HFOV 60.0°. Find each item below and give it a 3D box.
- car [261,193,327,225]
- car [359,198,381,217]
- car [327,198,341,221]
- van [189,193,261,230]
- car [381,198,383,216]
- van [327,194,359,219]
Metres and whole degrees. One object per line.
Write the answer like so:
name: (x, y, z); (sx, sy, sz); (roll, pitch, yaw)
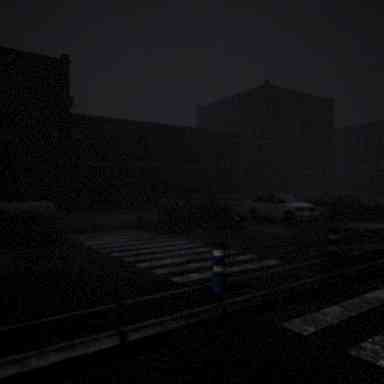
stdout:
car: (6.133, 1.111, 23.528); (2.435, 2.045, 5.566); (0, 0, -36)
car: (12.823, 1.338, 28.394); (2.097, 1.535, 5.008); (0, 0, -36)
car: (8.353, 1.391, 25.168); (2.002, 1.452, 4.674); (0, 0, -36)
van: (1.714, 1.171, 20.233); (1.878, 1.987, 4.442); (-1, 0, -36)
car: (15.079, 1.366, 29.977); (2.163, 1.488, 4.792); (0, 0, -36)
van: (10.621, 1.116, 26.942); (1.878, 1.987, 4.442); (0, 0, -36)
